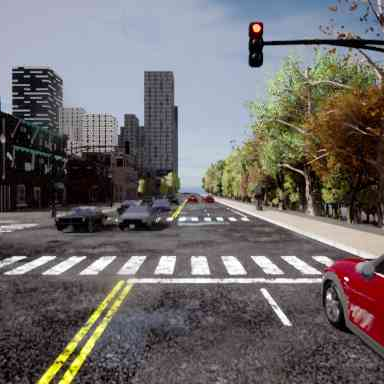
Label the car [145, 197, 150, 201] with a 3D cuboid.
[{"bbox_3d":[-6.585,1.477,50.993,1.837,1.490,4.892,0,0,0],"label":"car"}]

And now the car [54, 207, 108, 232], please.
[{"bbox_3d":[-6.598,1.592,20.244,1.895,1.301,4.718,0,0,0],"label":"car"}]

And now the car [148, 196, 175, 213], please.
[{"bbox_3d":[-3.343,1.527,37.589,2.033,1.411,5.357,0,0,0],"label":"car"}]

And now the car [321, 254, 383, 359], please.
[{"bbox_3d":[3.349,1.350,4.119,2.097,1.767,4.553,0,0,0],"label":"car"}]

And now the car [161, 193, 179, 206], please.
[{"bbox_3d":[-3.331,1.191,55.015,2.150,2.045,5.566,0,0,0],"label":"car"}]

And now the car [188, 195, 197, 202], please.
[{"bbox_3d":[0.017,1.506,75.757,1.994,1.385,4.181,0,0,0],"label":"car"}]

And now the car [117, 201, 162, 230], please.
[{"bbox_3d":[-3.346,1.538,21.244,2.033,1.411,5.357,0,0,0],"label":"car"}]

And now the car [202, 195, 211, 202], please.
[{"bbox_3d":[3.266,1.506,75.434,1.994,1.385,4.181,0,0,0],"label":"car"}]

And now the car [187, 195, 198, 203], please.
[{"bbox_3d":[0.111,1.313,65.959,2.097,1.767,4.553,0,0,0],"label":"car"}]

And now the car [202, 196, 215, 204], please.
[{"bbox_3d":[3.362,1.439,65.291,1.882,1.535,5.008,0,0,0],"label":"car"}]

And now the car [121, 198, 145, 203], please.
[{"bbox_3d":[-6.594,1.545,35.176,1.994,1.385,4.181,0,0,0],"label":"car"}]
